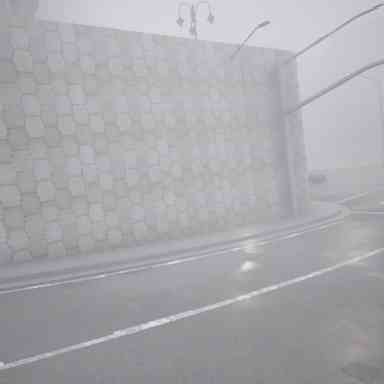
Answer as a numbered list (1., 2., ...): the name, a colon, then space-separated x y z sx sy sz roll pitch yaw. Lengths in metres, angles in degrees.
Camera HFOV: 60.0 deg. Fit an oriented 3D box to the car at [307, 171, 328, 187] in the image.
1. car: 10.519 -1.366 32.047 1.882 1.535 5.008 -11 6 -35
